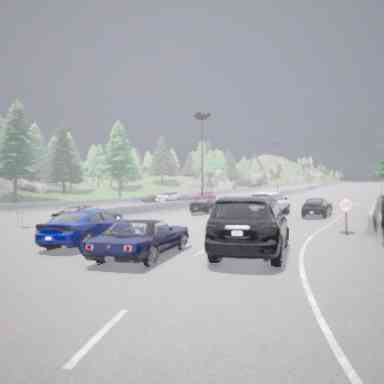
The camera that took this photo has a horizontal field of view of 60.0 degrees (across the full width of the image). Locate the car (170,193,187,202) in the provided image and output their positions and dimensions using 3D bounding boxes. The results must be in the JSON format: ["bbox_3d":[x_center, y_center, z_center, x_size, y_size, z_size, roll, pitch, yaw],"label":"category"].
[{"bbox_3d":[-1.312,1.239,56.560,1.994,1.385,4.181,-1,1,30],"label":"car"}]

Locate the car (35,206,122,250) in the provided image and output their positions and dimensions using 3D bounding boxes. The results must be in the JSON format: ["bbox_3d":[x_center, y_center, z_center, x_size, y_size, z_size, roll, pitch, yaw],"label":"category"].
[{"bbox_3d":[-4.307,1.490,14.206,1.882,1.535,5.008,-1,0,19],"label":"car"}]

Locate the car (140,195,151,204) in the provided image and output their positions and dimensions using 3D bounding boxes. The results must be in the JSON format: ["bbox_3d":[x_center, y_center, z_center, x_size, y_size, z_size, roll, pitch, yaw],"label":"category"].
[{"bbox_3d":[-7.356,1.266,60.057,1.837,1.490,4.892,-1,1,30],"label":"car"}]

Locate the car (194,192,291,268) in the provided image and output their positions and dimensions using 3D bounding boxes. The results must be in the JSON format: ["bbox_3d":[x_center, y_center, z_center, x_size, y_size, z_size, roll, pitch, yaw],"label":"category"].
[{"bbox_3d":[2.046,1.155,11.346,2.150,2.045,5.566,-1,0,18],"label":"car"}]

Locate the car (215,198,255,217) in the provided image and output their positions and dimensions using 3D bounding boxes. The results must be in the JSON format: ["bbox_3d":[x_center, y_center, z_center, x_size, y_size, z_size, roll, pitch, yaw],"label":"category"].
[{"bbox_3d":[4.055,1.354,30.465,1.837,1.490,4.892,-1,0,30],"label":"car"}]

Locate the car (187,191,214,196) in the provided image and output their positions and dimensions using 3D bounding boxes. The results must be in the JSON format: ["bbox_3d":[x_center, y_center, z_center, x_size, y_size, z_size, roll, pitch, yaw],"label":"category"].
[{"bbox_3d":[1.944,0.844,55.217,2.150,2.045,5.566,-1,1,30],"label":"car"}]

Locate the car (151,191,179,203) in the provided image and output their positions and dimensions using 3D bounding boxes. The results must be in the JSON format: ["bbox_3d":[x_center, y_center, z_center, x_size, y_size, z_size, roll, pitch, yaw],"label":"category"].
[{"bbox_3d":[-4.167,0.933,58.604,2.150,2.045,5.566,-1,1,30],"label":"car"}]

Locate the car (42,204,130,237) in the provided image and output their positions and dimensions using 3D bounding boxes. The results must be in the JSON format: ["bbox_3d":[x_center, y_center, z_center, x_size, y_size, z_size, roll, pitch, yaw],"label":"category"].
[{"bbox_3d":[-5.929,1.535,19.331,2.128,1.511,4.902,-1,0,25],"label":"car"}]

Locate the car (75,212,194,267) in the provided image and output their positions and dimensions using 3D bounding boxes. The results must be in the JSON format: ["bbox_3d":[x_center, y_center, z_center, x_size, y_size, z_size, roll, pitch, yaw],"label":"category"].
[{"bbox_3d":[-1.623,1.577,11.370,1.895,1.301,4.718,-1,0,17],"label":"car"}]

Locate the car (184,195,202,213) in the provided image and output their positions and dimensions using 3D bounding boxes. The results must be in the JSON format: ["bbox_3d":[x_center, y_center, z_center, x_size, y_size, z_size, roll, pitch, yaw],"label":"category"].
[{"bbox_3d":[1.592,1.352,33.199,1.882,1.535,5.008,-1,0,30],"label":"car"}]

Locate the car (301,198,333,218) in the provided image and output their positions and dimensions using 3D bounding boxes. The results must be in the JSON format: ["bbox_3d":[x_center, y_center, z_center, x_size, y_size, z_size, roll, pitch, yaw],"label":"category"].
[{"bbox_3d":[10.277,1.262,27.246,1.837,1.490,4.892,-1,0,30],"label":"car"}]

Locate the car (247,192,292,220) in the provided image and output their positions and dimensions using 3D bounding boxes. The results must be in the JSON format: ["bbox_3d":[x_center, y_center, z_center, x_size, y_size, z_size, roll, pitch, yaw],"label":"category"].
[{"bbox_3d":[6.619,1.040,27.923,2.150,2.045,5.566,-1,0,30],"label":"car"}]
